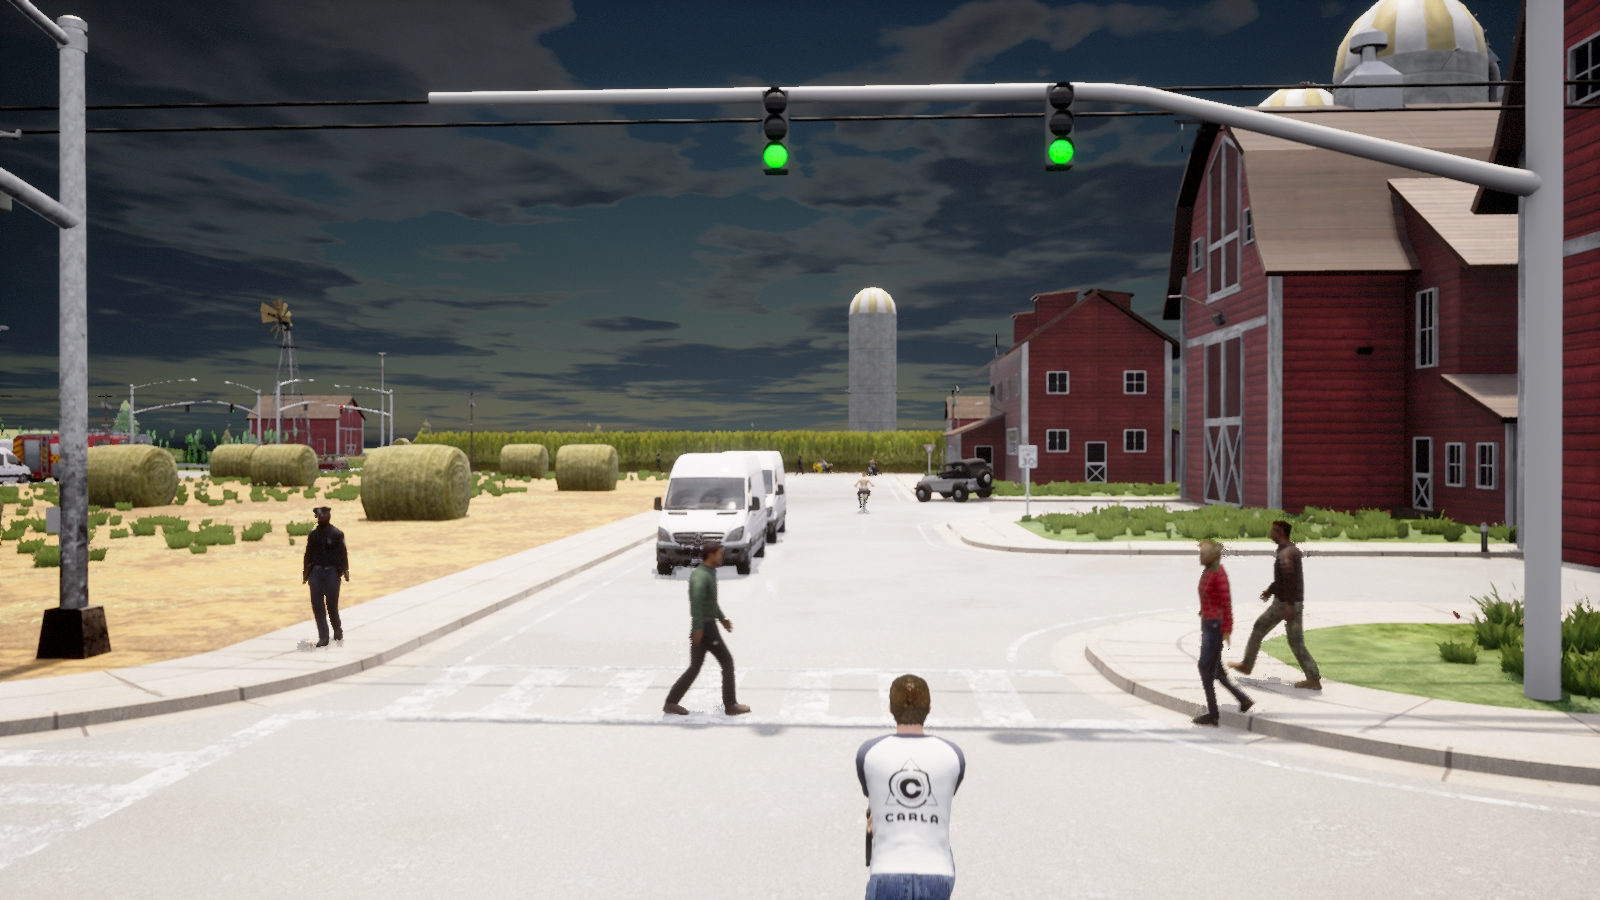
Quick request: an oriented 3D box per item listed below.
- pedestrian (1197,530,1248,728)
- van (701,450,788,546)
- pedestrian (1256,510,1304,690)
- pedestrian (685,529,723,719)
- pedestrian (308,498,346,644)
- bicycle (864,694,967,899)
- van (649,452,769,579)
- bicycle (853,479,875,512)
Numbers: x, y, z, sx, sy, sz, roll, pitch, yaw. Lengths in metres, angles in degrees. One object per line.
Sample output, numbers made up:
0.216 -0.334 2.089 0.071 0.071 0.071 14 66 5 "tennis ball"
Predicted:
4.109 1.728 11.119 0.375 1.860 0.375 0 0 4 "pedestrian"
-1.532 1.303 33.943 1.988 2.561 5.915 0 0 3 "van"
5.155 1.593 12.273 0.375 1.860 0.375 0 0 42 "pedestrian"
-0.975 1.748 11.579 0.375 1.860 0.375 0 0 -6 "pedestrian"
-6.184 1.574 14.950 0.375 1.860 0.375 0 0 -7 "pedestrian"
0.477 2.009 5.080 0.373 1.496 1.643 0 0 3 "bicycle"
-1.932 1.344 26.230 1.988 2.561 5.915 0 0 3 "van"
2.561 1.805 45.599 0.859 1.276 1.487 0 0 3 "bicycle"
